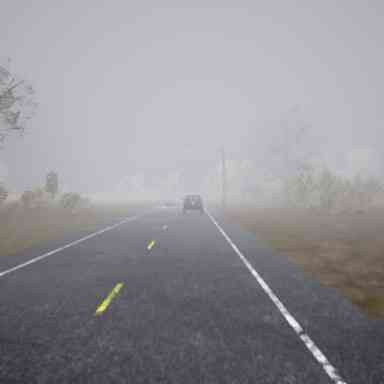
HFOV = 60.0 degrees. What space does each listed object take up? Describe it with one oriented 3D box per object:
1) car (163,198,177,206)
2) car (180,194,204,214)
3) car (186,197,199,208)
[{"bbox_3d":[-3.561,1.628,54.123,1.994,1.385,4.181,0,0,0],"label":"car"},{"bbox_3d":[0.105,1.279,36.054,2.150,2.045,5.566,0,0,0],"label":"car"},{"bbox_3d":[0.101,1.542,51.514,1.882,1.535,5.008,0,0,0],"label":"car"}]
